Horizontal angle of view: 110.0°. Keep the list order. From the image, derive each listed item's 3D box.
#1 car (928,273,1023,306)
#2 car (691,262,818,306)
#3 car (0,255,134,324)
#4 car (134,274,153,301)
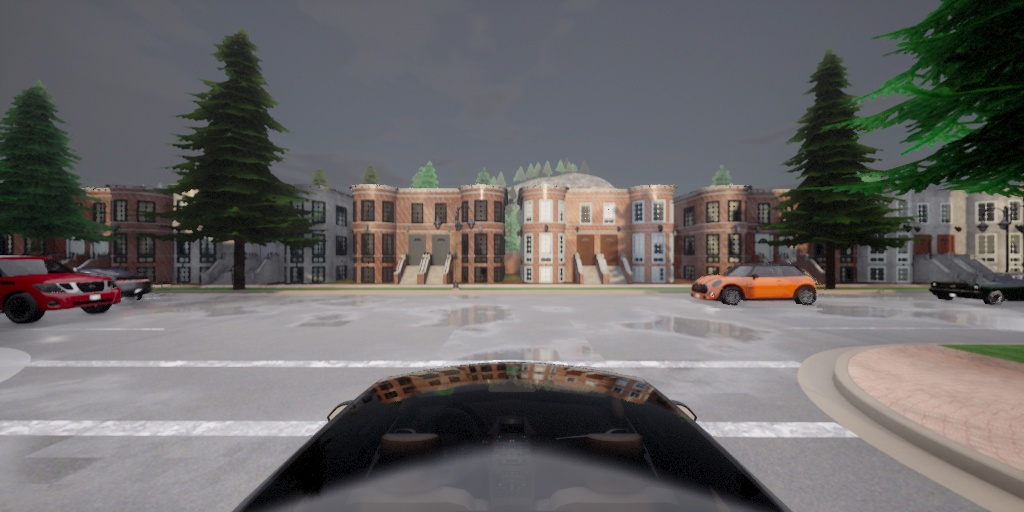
[{"bbox_3d":[21.207,1.376,15.468,4.718,1.301,1.895,0,0,0],"label":"car"},{"bbox_3d":[10.222,1.127,15.417,4.553,1.767,2.097,0,0,0],"label":"car"},{"bbox_3d":[-16.262,0.984,11.586,5.566,2.045,2.150,0,0,-1],"label":"car"},{"bbox_3d":[-18.201,1.267,15.167,4.902,1.511,2.128,0,0,1],"label":"car"}]
